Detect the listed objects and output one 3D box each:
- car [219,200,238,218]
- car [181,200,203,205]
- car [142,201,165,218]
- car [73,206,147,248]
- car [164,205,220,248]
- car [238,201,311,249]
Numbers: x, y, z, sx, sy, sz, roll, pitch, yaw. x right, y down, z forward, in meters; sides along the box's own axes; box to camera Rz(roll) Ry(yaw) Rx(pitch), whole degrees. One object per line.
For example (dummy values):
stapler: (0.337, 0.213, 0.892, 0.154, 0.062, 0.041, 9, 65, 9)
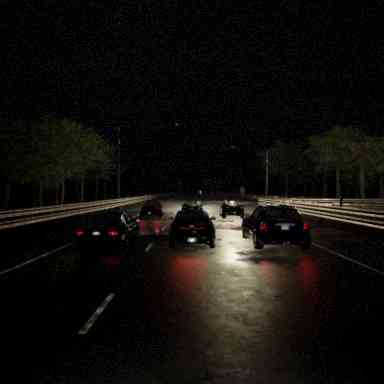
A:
car: (3.500, 1.492, 29.650, 2.128, 1.511, 4.902, 0, 0, 0)
car: (0.000, 1.491, 29.650, 2.128, 1.511, 4.902, 0, 0, 0)
car: (-3.500, 1.529, 29.650, 1.812, 1.442, 4.674, 0, 0, 0)
car: (-3.500, 1.563, 14.650, 2.033, 1.411, 5.357, 0, 0, 0)
car: (0.000, 1.516, 14.650, 1.837, 1.490, 4.892, 0, 0, 0)
car: (3.500, 1.366, 14.620, 2.097, 1.767, 4.553, 0, 0, 0)
